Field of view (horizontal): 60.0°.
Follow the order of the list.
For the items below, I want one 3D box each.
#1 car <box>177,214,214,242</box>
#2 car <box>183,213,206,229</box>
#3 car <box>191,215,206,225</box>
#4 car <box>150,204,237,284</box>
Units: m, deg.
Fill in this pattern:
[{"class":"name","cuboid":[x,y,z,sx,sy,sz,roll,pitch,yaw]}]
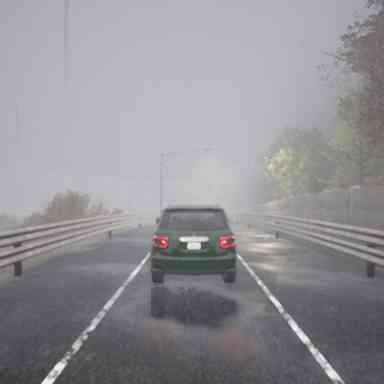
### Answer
[{"class":"car","cuboid":[0.203,2.078,20.029,1.994,1.385,4.181,0,-2,1]},{"class":"car","cuboid":[0.272,2.660,30.772,1.994,1.385,4.181,0,-4,2]},{"class":"car","cuboid":[0.965,3.771,45.717,1.895,1.301,4.718,0,-4,3]},{"class":"car","cuboid":[0.040,1.392,10.216,2.150,2.045,5.566,0,-2,0]}]
